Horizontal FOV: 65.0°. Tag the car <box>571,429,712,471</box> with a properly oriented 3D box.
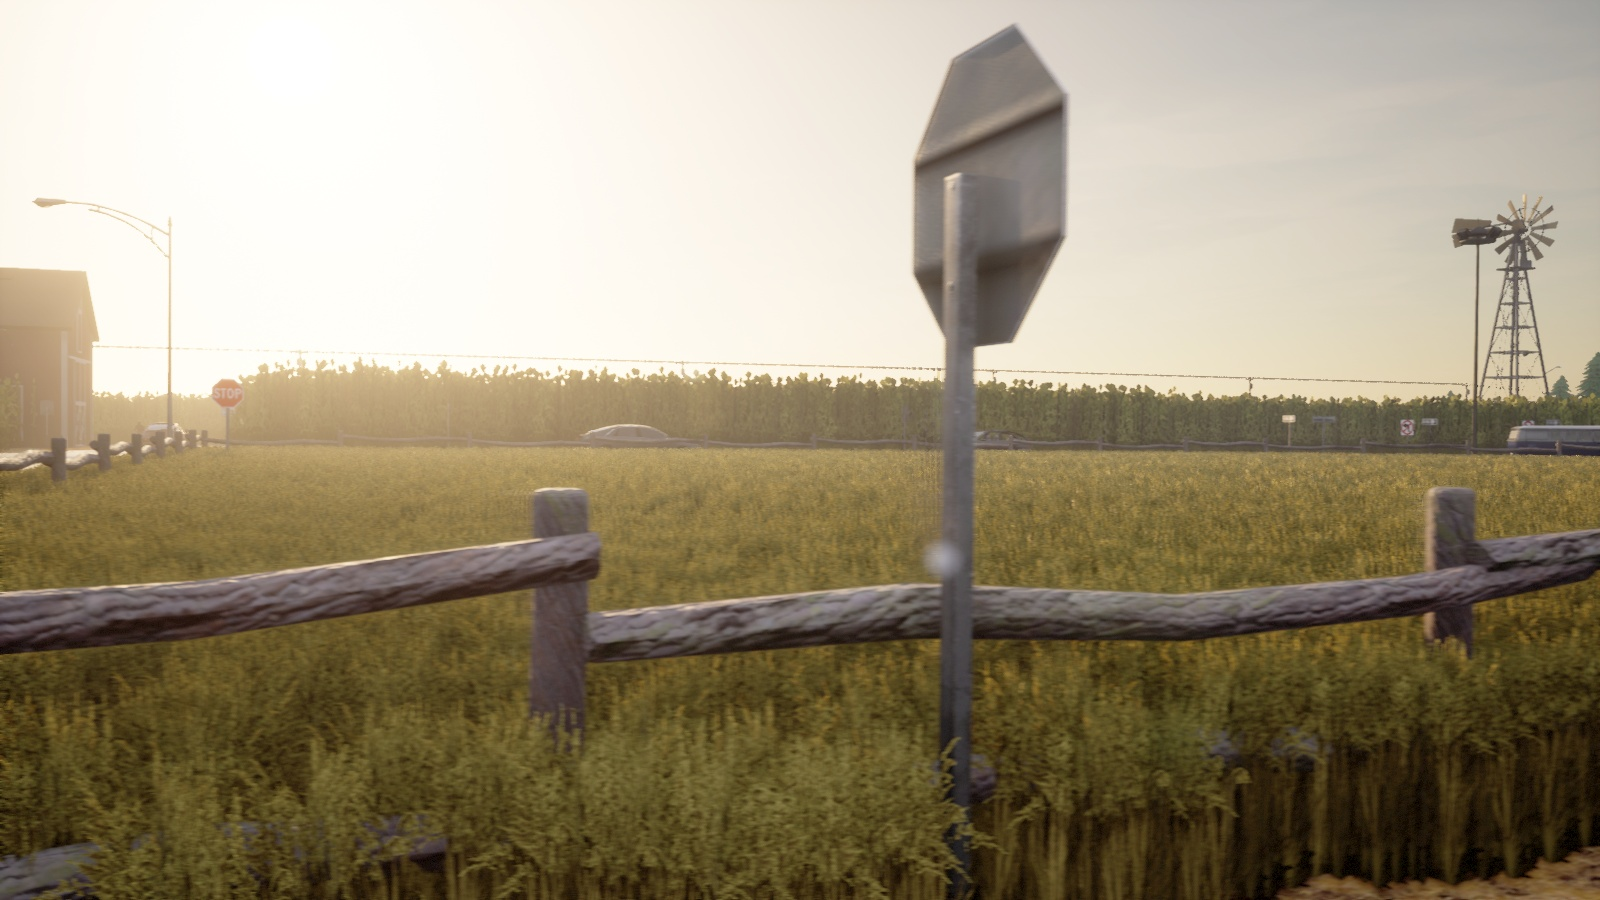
[{"bbox_3d":[-5.877,-0.035,46.506,4.892,1.490,1.837,-1,1,-20],"label":"car"}]

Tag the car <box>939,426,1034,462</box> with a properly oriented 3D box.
[{"bbox_3d":[8.178,-0.278,55.048,3.705,1.549,1.789,-1,1,-21],"label":"car"}]

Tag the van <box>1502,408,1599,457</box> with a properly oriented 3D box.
[{"bbox_3d":[32.550,-0.751,53.392,4.442,1.987,1.775,0,1,15],"label":"van"}]

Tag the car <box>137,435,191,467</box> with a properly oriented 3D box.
[{"bbox_3d":[-30.677,0.052,60.670,1.812,1.442,4.674,-1,0,-21],"label":"car"}]
